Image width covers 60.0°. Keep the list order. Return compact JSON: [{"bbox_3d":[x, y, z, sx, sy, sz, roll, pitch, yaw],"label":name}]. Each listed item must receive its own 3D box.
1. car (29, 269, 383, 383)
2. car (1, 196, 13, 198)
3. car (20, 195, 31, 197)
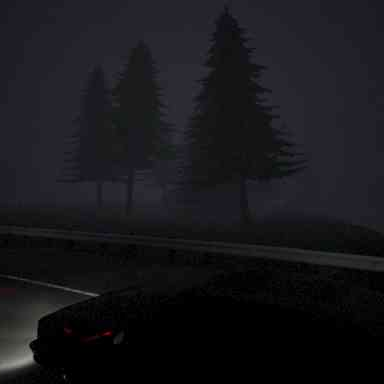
[{"bbox_3d":[0.684,1.547,3.241,5.357,1.411,2.033,0,0,34],"label":"car"},{"bbox_3d":[-42.623,1.540,76.745,2.033,1.411,5.357,0,0,5],"label":"car"},{"bbox_3d":[-39.108,1.478,77.890,1.882,1.535,5.008,0,0,1],"label":"car"}]
